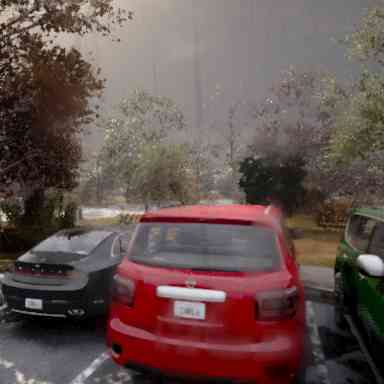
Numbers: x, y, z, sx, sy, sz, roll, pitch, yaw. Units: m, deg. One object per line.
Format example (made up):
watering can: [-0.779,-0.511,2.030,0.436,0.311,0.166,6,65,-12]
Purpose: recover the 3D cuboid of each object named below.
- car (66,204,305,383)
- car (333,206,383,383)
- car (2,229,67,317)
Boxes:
car: [0.677,1.217,5.672,2.435,2.045,5.566,1,0,15]
car: [3.093,1.244,3.890,2.435,2.045,5.566,1,0,15]
car: [-1.763,1.440,7.354,2.231,1.521,4.892,1,0,15]
